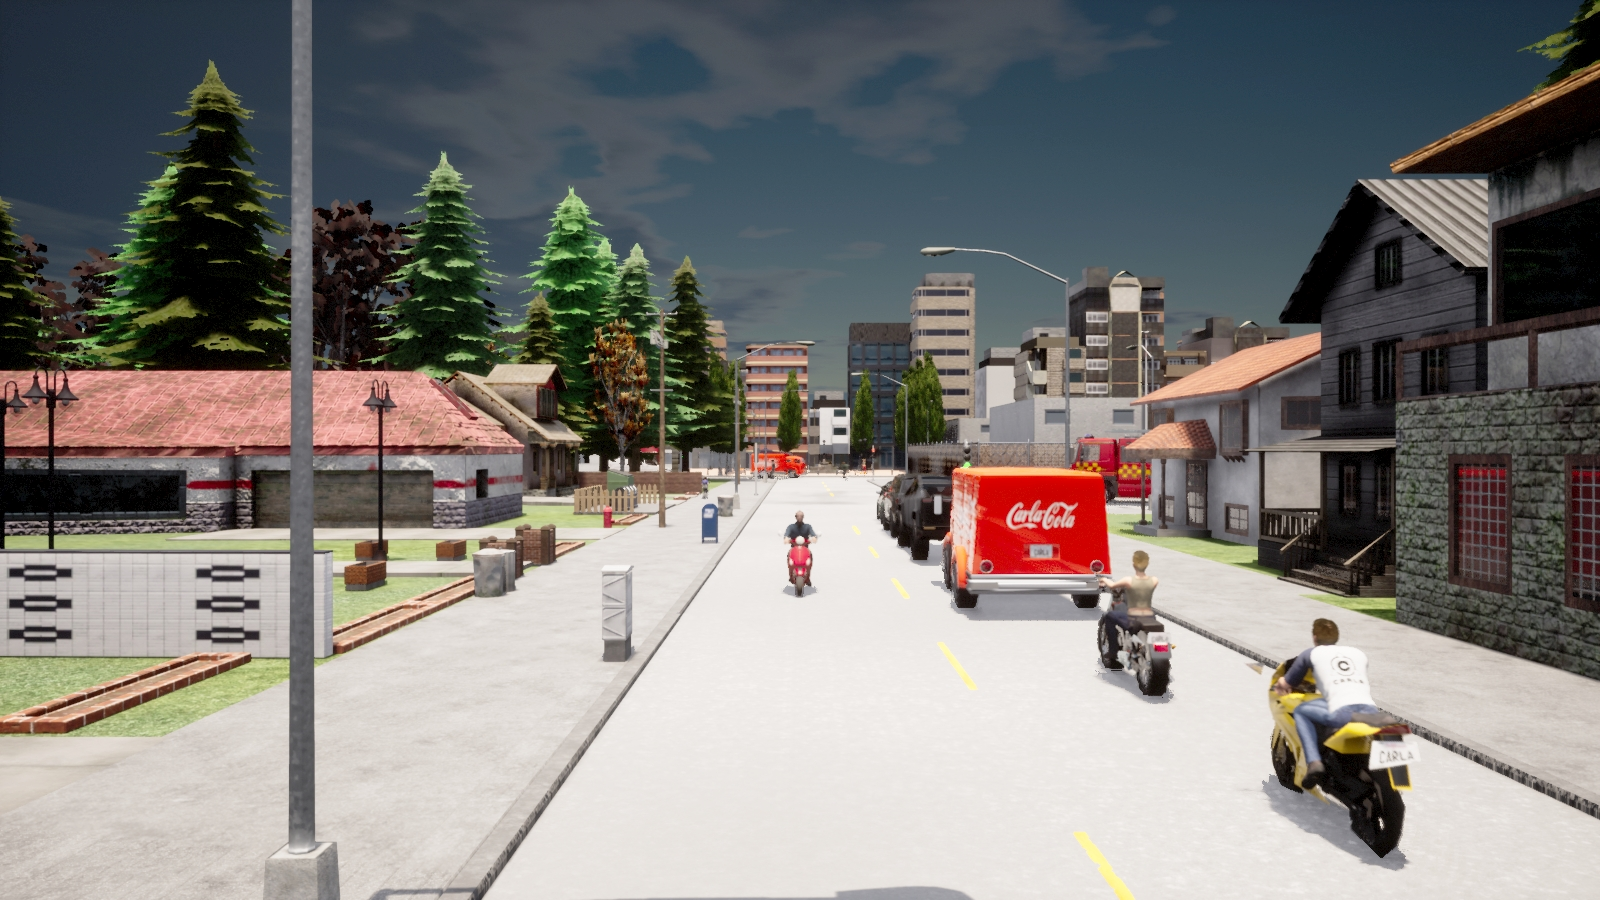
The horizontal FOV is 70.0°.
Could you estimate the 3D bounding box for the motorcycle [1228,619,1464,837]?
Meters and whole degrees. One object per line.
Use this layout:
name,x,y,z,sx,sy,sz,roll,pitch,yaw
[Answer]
motorcycle,3.994,1.993,8.585,0.803,1.145,2.033,0,0,0

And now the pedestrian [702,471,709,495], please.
pedestrian,-5.215,1.803,63.041,0.375,1.300,0.375,0,0,3

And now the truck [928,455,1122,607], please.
truck,3.993,1.348,21.406,2.627,2.467,5.204,0,0,0

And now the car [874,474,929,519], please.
car,3.928,1.780,44.790,1.851,1.617,3.988,0,0,1

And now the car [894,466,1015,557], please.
car,3.988,1.534,30.676,2.390,2.098,6.274,0,0,0

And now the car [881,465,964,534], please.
car,3.978,1.560,38.051,2.150,2.045,5.566,0,0,0

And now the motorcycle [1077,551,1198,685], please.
motorcycle,4.000,1.950,13.768,0.764,1.277,2.356,0,0,0
